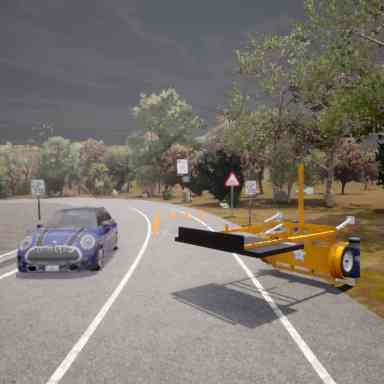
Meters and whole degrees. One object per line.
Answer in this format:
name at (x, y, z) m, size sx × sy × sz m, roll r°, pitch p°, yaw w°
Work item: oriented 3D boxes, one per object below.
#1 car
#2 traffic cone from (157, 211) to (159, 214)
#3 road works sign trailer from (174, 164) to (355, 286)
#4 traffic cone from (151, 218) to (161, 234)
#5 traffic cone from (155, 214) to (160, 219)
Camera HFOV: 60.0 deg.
car at (-3.655, 1.296, 10.603) m, size 2.097 × 1.767 × 4.553 m, roll 0°, pitch 1°, yaw -4°
traffic cone at (-2.159, 1.636, 20.511) m, size 0.340 × 0.580 × 0.340 m, roll -1°, pitch 2°, yaw -4°
road works sign trailer at (1.687, 0.774, 7.440) m, size 3.560 × 2.880 × 2.380 m, roll -1°, pitch 1°, yaw -38°
traffic cone at (-1.861, 1.751, 16.525) m, size 0.340 × 0.580 × 0.340 m, roll -1°, pitch 2°, yaw -4°
traffic cone at (-2.009, 1.694, 18.519) m, size 0.340 × 0.580 × 0.340 m, roll -1°, pitch 2°, yaw -4°
